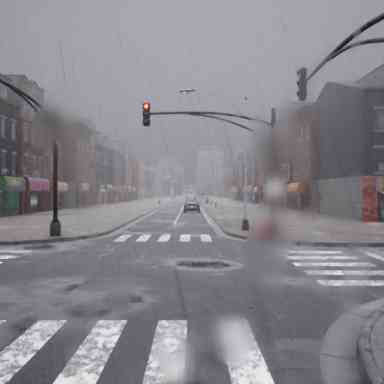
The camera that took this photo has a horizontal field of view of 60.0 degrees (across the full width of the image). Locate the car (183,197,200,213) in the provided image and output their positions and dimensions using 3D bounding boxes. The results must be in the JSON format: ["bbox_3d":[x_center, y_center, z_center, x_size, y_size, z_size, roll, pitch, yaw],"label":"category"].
[{"bbox_3d":[-0.021,1.558,36.691,1.947,1.339,4.313,0,0,0],"label":"car"}]

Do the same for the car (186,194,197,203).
[{"bbox_3d":[-0.149,1.316,70.324,2.192,1.841,5.009,0,0,0],"label":"car"}]

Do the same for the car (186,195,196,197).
[{"bbox_3d":[-0.043,1.517,42.466,1.752,1.417,4.829,0,0,0],"label":"car"}]

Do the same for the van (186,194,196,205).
[{"bbox_3d":[-0.107,1.336,59.114,1.690,1.788,3.998,0,0,0],"label":"van"}]

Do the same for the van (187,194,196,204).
[{"bbox_3d":[-0.128,1.338,64.719,1.690,1.788,3.998,0,0,0],"label":"van"}]
